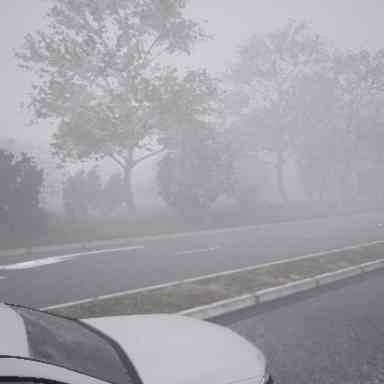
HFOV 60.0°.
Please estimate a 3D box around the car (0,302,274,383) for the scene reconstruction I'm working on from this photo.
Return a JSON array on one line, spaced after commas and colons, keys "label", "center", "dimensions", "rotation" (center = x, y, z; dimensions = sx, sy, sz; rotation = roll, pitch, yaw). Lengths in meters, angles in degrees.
[{"label": "car", "center": [-1.432, 1.526, 2.111], "dimensions": [4.674, 1.442, 1.812], "rotation": [-1, 0, -36]}]
